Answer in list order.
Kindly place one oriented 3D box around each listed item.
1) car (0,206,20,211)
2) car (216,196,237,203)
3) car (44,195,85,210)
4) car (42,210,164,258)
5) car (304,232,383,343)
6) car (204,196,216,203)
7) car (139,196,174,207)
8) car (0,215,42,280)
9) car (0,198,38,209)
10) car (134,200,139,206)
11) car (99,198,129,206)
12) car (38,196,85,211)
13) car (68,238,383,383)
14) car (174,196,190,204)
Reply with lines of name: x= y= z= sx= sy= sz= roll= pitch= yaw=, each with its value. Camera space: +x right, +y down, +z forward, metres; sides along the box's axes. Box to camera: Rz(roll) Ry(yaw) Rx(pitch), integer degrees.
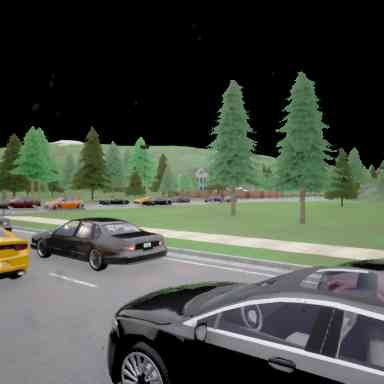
car: x=-11.231 y=1.547 z=17.095 sx=5.357 sy=1.411 sz=2.033 roll=0 pitch=0 yaw=38
car: x=7.445 y=1.533 z=67.395 sx=1.812 sy=1.442 sz=4.674 roll=0 pitch=0 yaw=39
car: x=-16.431 y=1.351 z=43.127 sx=2.097 sy=1.767 sz=4.553 roll=0 pitch=0 yaw=38
car: x=-3.245 y=1.547 z=10.955 sx=5.357 sy=1.411 sz=2.033 roll=0 pitch=0 yaw=38
car: x=4.186 y=1.564 z=5.202 sx=4.181 sy=1.385 sz=1.994 roll=0 pitch=0 yaw=38
car: x=4.469 y=1.515 z=69.275 sx=1.837 sy=1.490 sz=4.892 roll=0 pitch=0 yaw=39
car: x=-5.408 y=1.600 z=51.373 sx=1.895 sy=1.301 sz=4.718 roll=0 pitch=0 yaw=39
car: x=-6.252 y=1.478 z=8.860 sx=5.008 sy=1.535 sz=1.882 roll=0 pitch=0 yaw=38
car: x=-21.760 y=1.478 z=42.048 sx=1.882 sy=1.535 sz=5.008 roll=0 pitch=0 yaw=38
car: x=-7.327 y=1.477 z=54.579 sx=1.882 sy=1.535 sz=5.008 roll=0 pitch=0 yaw=39
car: x=-12.585 y=1.600 z=53.591 sx=1.895 sy=1.301 sz=4.718 roll=0 pitch=0 yaw=38
car: x=-15.081 y=1.352 z=39.200 sx=2.097 sy=1.767 sz=4.553 roll=0 pitch=0 yaw=38
car: x=1.220 y=1.492 z=3.080 sx=4.902 sy=1.511 sz=2.128 roll=0 pitch=0 yaw=38
car: x=-2.471 y=1.491 z=66.226 sx=2.128 sy=1.511 sz=4.902 roll=0 pitch=0 yaw=39
